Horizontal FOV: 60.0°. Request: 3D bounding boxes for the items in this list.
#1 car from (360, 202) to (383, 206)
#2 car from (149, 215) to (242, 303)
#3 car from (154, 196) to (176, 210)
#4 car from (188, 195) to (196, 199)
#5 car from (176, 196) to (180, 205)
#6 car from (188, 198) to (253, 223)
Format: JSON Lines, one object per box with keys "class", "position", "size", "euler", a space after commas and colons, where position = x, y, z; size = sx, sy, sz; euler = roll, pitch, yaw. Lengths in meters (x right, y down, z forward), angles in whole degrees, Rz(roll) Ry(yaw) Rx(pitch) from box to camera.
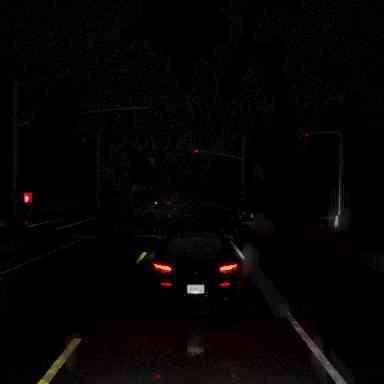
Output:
{"class": "car", "position": [15.563, 1.528, 28.655], "size": [5.357, 1.411, 2.033], "euler": [0, 0, -6]}
{"class": "car", "position": [0.080, 1.526, 8.092], "size": [1.812, 1.442, 4.674], "euler": [0, 0, 0]}
{"class": "car", "position": [-3.557, 1.354, 42.600], "size": [2.097, 1.767, 4.553], "euler": [0, 0, 2]}
{"class": "car", "position": [0.069, 1.525, 80.886], "size": [2.128, 1.511, 4.902], "euler": [0, 0, 0]}
{"class": "car", "position": [-3.533, 1.525, 57.778], "size": [1.812, 1.442, 4.674], "euler": [0, 0, 0]}
{"class": "car", "position": [2.112, 1.483, 24.984], "size": [4.902, 1.511, 2.128], "euler": [0, 1, 29]}
